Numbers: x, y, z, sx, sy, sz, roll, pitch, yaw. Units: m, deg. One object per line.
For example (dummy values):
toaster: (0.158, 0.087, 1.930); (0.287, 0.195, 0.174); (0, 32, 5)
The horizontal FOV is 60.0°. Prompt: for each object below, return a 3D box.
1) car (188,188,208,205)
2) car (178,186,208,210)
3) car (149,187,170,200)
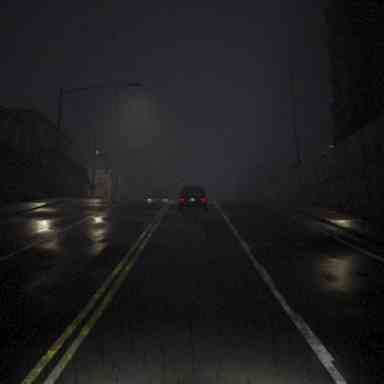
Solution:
car: (0.796, 0.620, 40.972); (1.882, 1.535, 5.008); (-1, -7, 9)
car: (0.029, 0.328, 21.688); (2.033, 1.411, 5.357); (0, 4, 0)
car: (-3.468, 0.230, 36.352); (1.882, 1.535, 5.008); (0, -4, 0)
